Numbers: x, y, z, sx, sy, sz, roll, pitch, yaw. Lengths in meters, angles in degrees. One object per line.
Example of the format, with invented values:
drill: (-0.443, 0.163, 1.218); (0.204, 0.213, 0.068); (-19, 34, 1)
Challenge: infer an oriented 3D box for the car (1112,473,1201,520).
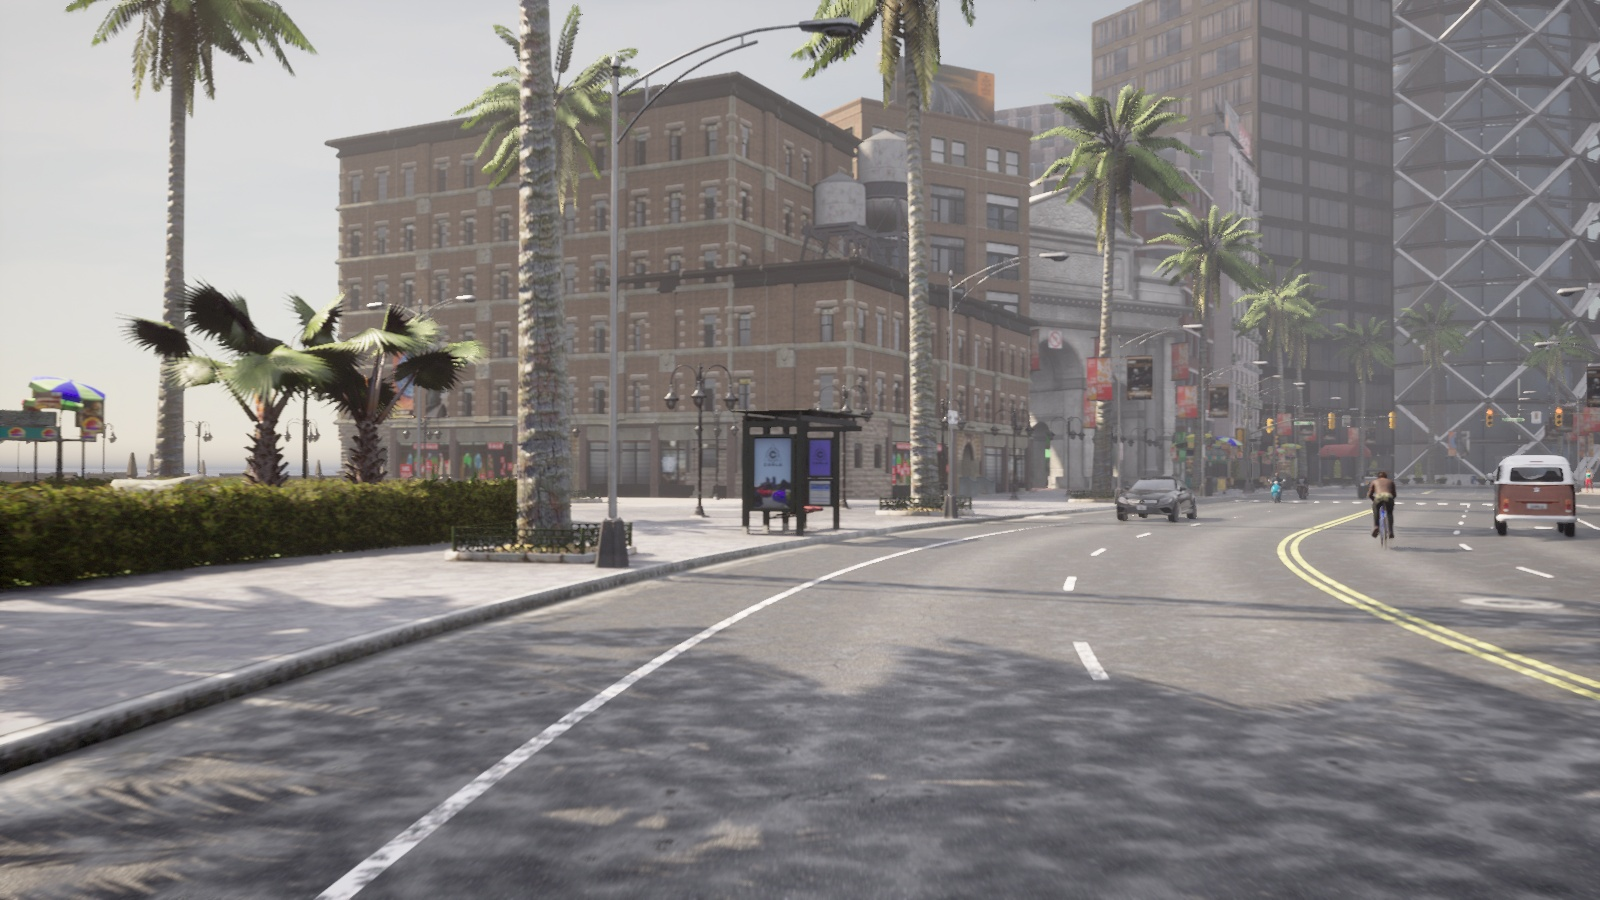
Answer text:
car: (11.759, 1.485, 41.218); (1.812, 1.442, 4.674); (-1, -1, 29)

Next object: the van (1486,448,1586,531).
van: (19.467, 1.022, 33.392); (2.069, 2.038, 4.480); (-1, -1, 28)

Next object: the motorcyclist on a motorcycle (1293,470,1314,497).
motorcyclist on a motorcycle: (29.800, 1.979, 74.319); (0.866, 1.530, 2.191); (-1, -1, 29)

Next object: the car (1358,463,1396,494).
car: (36.172, 1.788, 78.701); (1.905, 1.878, 3.866); (-1, -1, 29)

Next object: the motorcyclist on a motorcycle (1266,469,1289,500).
motorcyclist on a motorcycle: (24.728, 1.761, 65.015); (0.866, 1.590, 1.817); (-1, -1, 29)

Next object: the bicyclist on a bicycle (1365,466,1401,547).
bicyclist on a bicycle: (12.141, 1.159, 26.174); (0.582, 1.620, 1.656); (-1, -1, 22)
